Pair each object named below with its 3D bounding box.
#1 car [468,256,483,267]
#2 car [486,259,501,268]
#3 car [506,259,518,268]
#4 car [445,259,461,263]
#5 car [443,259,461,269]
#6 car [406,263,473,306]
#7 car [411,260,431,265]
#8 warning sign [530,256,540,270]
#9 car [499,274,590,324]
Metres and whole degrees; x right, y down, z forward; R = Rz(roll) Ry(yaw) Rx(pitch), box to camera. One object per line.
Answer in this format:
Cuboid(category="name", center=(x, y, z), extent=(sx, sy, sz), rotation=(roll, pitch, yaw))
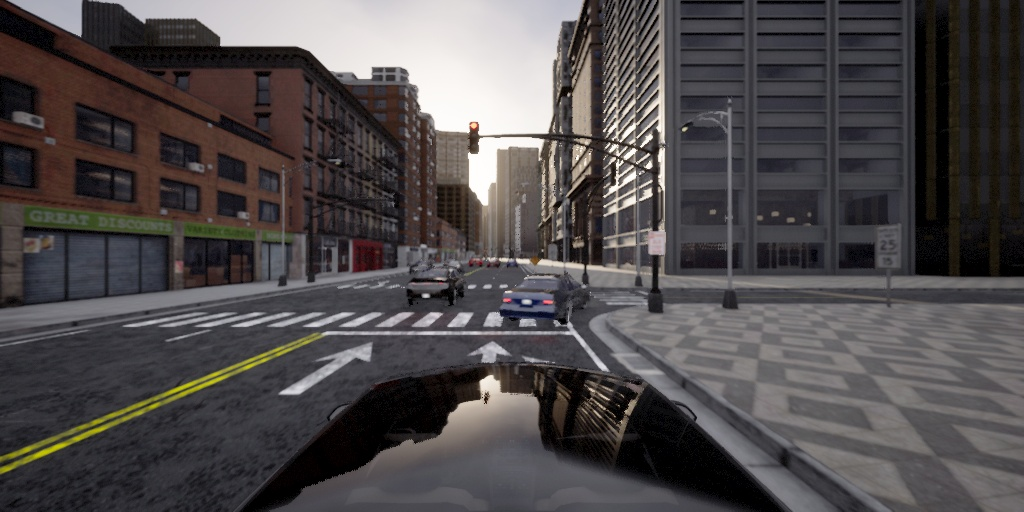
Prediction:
Cuboid(category="car", center=(-6.504, 0.938, 64.747), extent=(2.150, 2.045, 5.566), rotation=(0, 0, 0))
Cuboid(category="car", center=(-3.204, 1.245, 60.162), extent=(1.812, 1.442, 4.674), rotation=(0, 0, 1))
Cuboid(category="car", center=(0.044, 1.245, 60.168), extent=(1.812, 1.442, 4.674), rotation=(0, 0, 0))
Cuboid(category="car", center=(-6.583, 1.262, 41.113), extent=(1.812, 1.442, 4.674), rotation=(0, 0, 0))
Cuboid(category="car", center=(-9.798, 1.268, 58.649), extent=(2.033, 1.411, 5.357), rotation=(0, 0, 1))
Cuboid(category="car", center=(-3.165, 1.243, 15.664), extent=(2.128, 1.511, 4.902), rotation=(0, 0, 0))
Cuboid(category="car", center=(-9.845, 1.230, 39.186), extent=(2.128, 1.511, 4.902), rotation=(0, 0, 0))
Cuboid(category="warning sign", center=(2.851, 0.849, 44.090), extent=(1.300, 1.860, 1.060), rotation=(0, 0, 0))
Cuboid(category="car", center=(1.317, 1.298, 12.105), extent=(2.033, 1.411, 5.357), rotation=(0, 0, 21))
